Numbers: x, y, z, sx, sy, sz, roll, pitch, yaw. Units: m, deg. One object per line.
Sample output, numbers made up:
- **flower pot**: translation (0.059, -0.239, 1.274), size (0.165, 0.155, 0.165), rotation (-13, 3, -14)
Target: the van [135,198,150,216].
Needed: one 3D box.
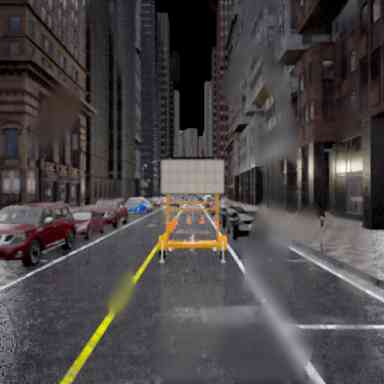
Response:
- **van**: translation (-5.679, 1.460, 34.205), size (1.690, 1.788, 3.998), rotation (0, 0, 0)

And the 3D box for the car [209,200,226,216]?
- **car**: translation (2.831, 1.650, 28.596), size (2.008, 1.369, 4.403), rotation (0, 0, 0)

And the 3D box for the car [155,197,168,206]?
- **car**: translation (-5.613, 1.670, 62.214), size (1.967, 1.590, 4.097), rotation (0, 0, 0)

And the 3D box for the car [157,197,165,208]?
- **car**: translation (-5.640, 1.625, 51.011), size (1.967, 1.590, 4.097), rotation (0, 0, 0)

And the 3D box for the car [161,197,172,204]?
- **car**: translation (-5.587, 1.841, 73.416), size (1.947, 1.339, 4.313), rotation (0, 0, 0)

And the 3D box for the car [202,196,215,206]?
- **car**: translation (2.872, 1.479, 45.403), size (2.192, 1.841, 5.009), rotation (0, 0, 0)

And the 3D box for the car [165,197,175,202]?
- **car**: translation (-5.560, 1.873, 84.619), size (2.008, 1.369, 4.403), rotation (0, 0, 0)

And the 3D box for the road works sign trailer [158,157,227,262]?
- **road works sign trailer**: translation (0.028, 0.506, 12.253), size (2.380, 3.560, 2.880), rotation (0, 0, 0)

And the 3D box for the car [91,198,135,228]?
- **car**: translation (-5.706, 1.392, 23.002), size (2.192, 1.841, 5.009), rotation (0, 0, 0)

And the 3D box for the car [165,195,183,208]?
- **car**: translation (-2.909, 1.700, 52.993), size (1.837, 1.490, 4.892), rotation (0, -1, 1)

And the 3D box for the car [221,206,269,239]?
- **car**: translation (2.805, 1.625, 17.392), size (1.947, 1.339, 4.313), rotation (0, 0, 0)

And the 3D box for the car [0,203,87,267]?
- **car**: translation (-5.733, 1.353, 11.799), size (2.192, 1.841, 5.009), rotation (0, 0, 0)

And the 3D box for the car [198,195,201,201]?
- **car**: translation (2.938, 1.859, 73.412), size (1.802, 1.307, 4.206), rotation (0, 0, 0)

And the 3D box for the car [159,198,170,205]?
- **car**: translation (-5.601, 1.834, 67.814), size (1.802, 1.307, 4.206), rotation (0, 0, 0)

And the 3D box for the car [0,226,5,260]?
- **car**: translation (-5.747, 1.586, 6.196), size (1.947, 1.339, 4.313), rotation (0, 0, 0)

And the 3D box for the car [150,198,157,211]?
- **car**: translation (-5.667, 1.665, 39.636), size (1.752, 1.417, 4.829), rotation (0, 0, 0)

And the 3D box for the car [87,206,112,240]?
- **car**: translation (-5.720, 1.639, 17.399), size (1.802, 1.307, 4.206), rotation (0, 0, 0)

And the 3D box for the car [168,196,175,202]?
- **car**: translation (-5.547, 1.871, 90.051), size (1.752, 1.417, 4.829), rotation (0, 0, 0)

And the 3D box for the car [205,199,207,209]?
- **car**: translation (2.858, 1.724, 39.800), size (1.802, 1.307, 4.206), rotation (0, 0, 0)

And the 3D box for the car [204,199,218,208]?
- **car**: translation (2.885, 1.768, 51.004), size (1.802, 1.307, 4.206), rotation (0, 0, 0)

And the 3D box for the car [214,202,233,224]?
- **car**: translation (2.818, 1.645, 22.994), size (1.947, 1.339, 4.313), rotation (0, 0, 0)

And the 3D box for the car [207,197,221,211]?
- **car**: translation (2.845, 1.560, 34.199), size (1.967, 1.590, 4.097), rotation (0, 0, 0)
